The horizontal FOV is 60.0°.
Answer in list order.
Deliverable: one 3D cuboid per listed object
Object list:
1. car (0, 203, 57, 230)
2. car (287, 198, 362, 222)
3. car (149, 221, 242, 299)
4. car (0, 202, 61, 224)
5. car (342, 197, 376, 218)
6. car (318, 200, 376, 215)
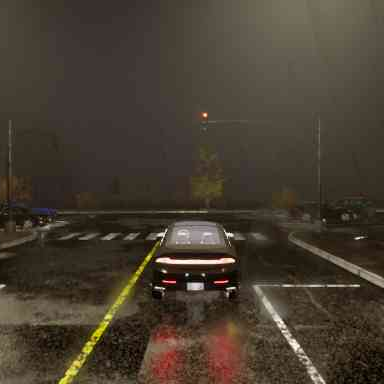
[{"bbox_3d":[-11.666,1.623,21.915,4.892,1.490,1.837,-1,1,5],"label":"car"},{"bbox_3d":[9.730,1.448,25.158,4.892,1.490,1.837,0,1,1],"label":"car"},{"bbox_3d":[0.083,1.489,8.425,2.128,1.511,4.902,0,0,1],"label":"car"},{"bbox_3d":[-12.915,1.564,25.366,5.008,1.535,1.882,-1,1,1],"label":"car"},{"bbox_3d":[13.144,1.232,28.529,4.553,1.767,2.097,0,1,-1],"label":"car"},{"bbox_3d":[14.749,1.429,31.811,4.718,1.301,1.895,0,1,-2],"label":"car"}]
